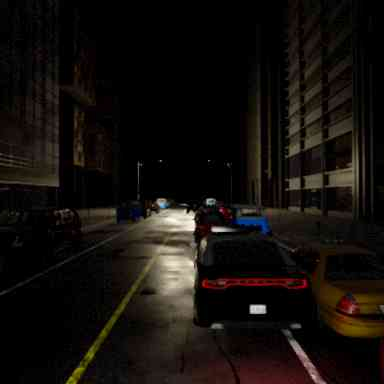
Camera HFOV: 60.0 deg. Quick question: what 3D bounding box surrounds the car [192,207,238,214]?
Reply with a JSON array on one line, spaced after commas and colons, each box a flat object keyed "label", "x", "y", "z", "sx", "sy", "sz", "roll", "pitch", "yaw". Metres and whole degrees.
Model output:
[{"label": "car", "x": 1.052, "y": 1.751, "z": 17.271, "sx": 1.812, "sy": 1.442, "sz": 4.674, "roll": 0, "pitch": -1, "yaw": 0}]

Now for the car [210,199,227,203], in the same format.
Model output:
[{"label": "car", "x": 3.010, "y": 1.690, "z": 29.133, "sx": 2.192, "sy": 1.841, "sz": 5.009, "roll": 0, "pitch": -1, "yaw": 0}]

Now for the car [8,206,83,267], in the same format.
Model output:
[{"label": "car", "x": -5.651, "y": 1.497, "z": 12.364, "sx": 2.192, "sy": 1.841, "sz": 5.009, "roll": 0, "pitch": -1, "yaw": 0}]

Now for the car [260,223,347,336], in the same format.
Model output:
[{"label": "car", "x": 2.830, "y": 1.608, "z": 6.866, "sx": 1.752, "sy": 1.417, "sz": 4.829, "roll": 0, "pitch": -1, "yaw": 0}]

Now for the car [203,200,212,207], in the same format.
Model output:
[{"label": "car", "x": 3.375, "y": 2.501, "z": 74.168, "sx": 1.752, "sy": 1.417, "sz": 4.829, "roll": 0, "pitch": -1, "yaw": 0}]

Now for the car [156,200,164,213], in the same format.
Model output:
[{"label": "car", "x": -5.378, "y": 2.178, "z": 46.014, "sx": 2.008, "sy": 1.369, "sz": 4.403, "roll": 0, "pitch": -1, "yaw": 0}]

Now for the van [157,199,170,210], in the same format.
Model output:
[{"label": "van", "x": -5.288, "y": 2.118, "z": 57.235, "sx": 1.690, "sy": 1.788, "sz": 3.998, "roll": 0, "pitch": -1, "yaw": 0}]

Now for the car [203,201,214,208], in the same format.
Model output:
[{"label": "car", "x": 3.329, "y": 2.464, "z": 68.389, "sx": 1.947, "sy": 1.339, "sz": 4.313, "roll": 0, "pitch": -1, "yaw": 0}]

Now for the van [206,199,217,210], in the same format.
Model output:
[{"label": "van", "x": 3.237, "y": 2.089, "z": 57.174, "sx": 1.690, "sy": 1.788, "sz": 3.998, "roll": 0, "pitch": -1, "yaw": 0}]

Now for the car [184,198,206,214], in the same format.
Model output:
[{"label": "car", "x": 0.390, "y": 1.800, "z": 43.775, "sx": 2.150, "sy": 2.045, "sz": 5.566, "roll": 0, "pitch": -1, "yaw": 1}]

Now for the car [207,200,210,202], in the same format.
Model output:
[{"label": "car", "x": 3.102, "y": 2.069, "z": 40.347, "sx": 1.887, "sy": 1.381, "sz": 4.507, "roll": 0, "pitch": -1, "yaw": 0}]

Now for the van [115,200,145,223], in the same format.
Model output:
[{"label": "van", "x": -5.515, "y": 1.745, "z": 29.191, "sx": 1.690, "sy": 1.788, "sz": 3.998, "roll": 0, "pitch": -1, "yaw": 0}]

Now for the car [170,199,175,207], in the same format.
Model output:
[{"label": "car", "x": -5.196, "y": 2.367, "z": 68.451, "sx": 1.967, "sy": 1.590, "sz": 4.097, "roll": 0, "pitch": -1, "yaw": 0}]

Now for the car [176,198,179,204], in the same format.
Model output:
[{"label": "car", "x": -5.062, "y": 2.679, "z": 85.106, "sx": 1.752, "sy": 1.417, "sz": 4.829, "roll": 0, "pitch": -1, "yaw": 0}]

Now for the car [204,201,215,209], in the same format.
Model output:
[{"label": "car", "x": 3.283, "y": 2.368, "z": 62.780, "sx": 1.887, "sy": 1.381, "sz": 4.507, "roll": 0, "pitch": -1, "yaw": 0}]

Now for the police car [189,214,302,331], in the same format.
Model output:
[{"label": "police car", "x": 0.971, "y": 1.521, "z": 7.384, "sx": 1.930, "sy": 1.638, "sz": 5.238, "roll": 0, "pitch": -1, "yaw": 0}]

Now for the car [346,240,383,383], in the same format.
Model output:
[{"label": "car", "x": 2.783, "y": 1.322, "z": 1.090, "sx": 2.192, "sy": 1.841, "sz": 5.009, "roll": 0, "pitch": -1, "yaw": 0}]

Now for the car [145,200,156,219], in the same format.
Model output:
[{"label": "car", "x": -5.469, "y": 1.793, "z": 34.800, "sx": 2.192, "sy": 1.841, "sz": 5.009, "roll": 0, "pitch": -1, "yaw": 0}]

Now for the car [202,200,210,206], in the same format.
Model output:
[{"label": "car", "x": 3.420, "y": 2.577, "z": 79.776, "sx": 1.752, "sy": 1.417, "sz": 4.829, "roll": 0, "pitch": -1, "yaw": 0}]

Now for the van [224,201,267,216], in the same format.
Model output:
[{"label": "van", "x": 2.919, "y": 1.569, "z": 17.915, "sx": 1.690, "sy": 1.788, "sz": 3.998, "roll": 0, "pitch": -1, "yaw": 0}]

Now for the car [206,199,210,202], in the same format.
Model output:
[{"label": "car", "x": 3.147, "y": 2.039, "z": 45.956, "sx": 1.967, "sy": 1.590, "sz": 4.097, "roll": 0, "pitch": -1, "yaw": 0}]

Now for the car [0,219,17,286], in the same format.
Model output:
[{"label": "car", "x": -5.696, "y": 1.549, "z": 6.754, "sx": 1.967, "sy": 1.590, "sz": 4.097, "roll": 0, "pitch": -1, "yaw": 0}]

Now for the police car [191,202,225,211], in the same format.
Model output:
[{"label": "police car", "x": 1.101, "y": 1.731, "z": 23.382, "sx": 1.930, "sy": 1.638, "sz": 5.238, "roll": 0, "pitch": -1, "yaw": 0}]
